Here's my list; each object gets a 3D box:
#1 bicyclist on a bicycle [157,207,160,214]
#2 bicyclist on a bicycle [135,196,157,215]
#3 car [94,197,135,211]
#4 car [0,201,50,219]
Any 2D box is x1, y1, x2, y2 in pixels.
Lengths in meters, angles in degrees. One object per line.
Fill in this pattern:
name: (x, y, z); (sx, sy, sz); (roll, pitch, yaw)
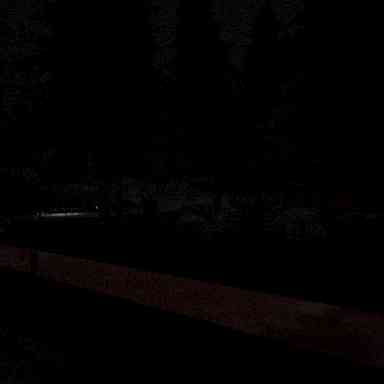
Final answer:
bicyclist on a bicycle: (-3.529, 1.142, 28.924); (1.656, 1.620, 0.582); (0, 0, 22)
bicyclist on a bicycle: (-4.091, 1.141, 28.441); (1.656, 1.620, 0.582); (0, 0, 15)
car: (-8.295, 1.329, 35.907); (2.128, 1.511, 4.902); (0, 0, 36)
car: (-14.350, 1.438, 27.422); (1.895, 1.301, 4.718); (0, 0, 35)
